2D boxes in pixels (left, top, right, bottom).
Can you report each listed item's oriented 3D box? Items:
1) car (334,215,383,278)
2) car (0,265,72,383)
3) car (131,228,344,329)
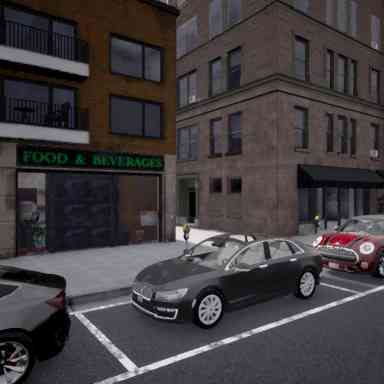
[{"bbox_3d":[5.406,1.442,10.037,4.097,1.590,1.967,0,0,-35],"label":"car"},{"bbox_3d":[-3.585,1.566,3.635,4.313,1.339,1.947,0,0,-35],"label":"car"},{"bbox_3d":[0.910,1.551,6.836,4.403,1.369,2.008,0,0,-35],"label":"car"}]
